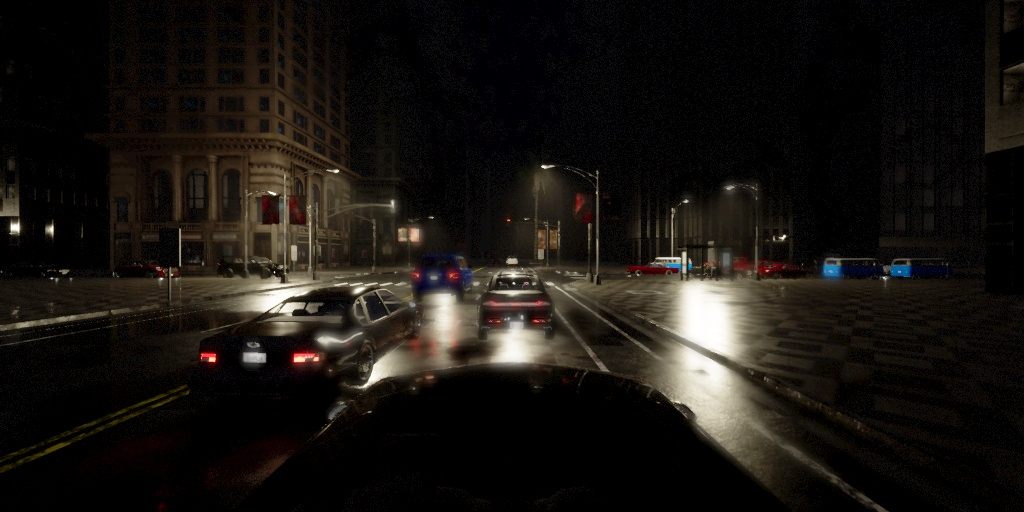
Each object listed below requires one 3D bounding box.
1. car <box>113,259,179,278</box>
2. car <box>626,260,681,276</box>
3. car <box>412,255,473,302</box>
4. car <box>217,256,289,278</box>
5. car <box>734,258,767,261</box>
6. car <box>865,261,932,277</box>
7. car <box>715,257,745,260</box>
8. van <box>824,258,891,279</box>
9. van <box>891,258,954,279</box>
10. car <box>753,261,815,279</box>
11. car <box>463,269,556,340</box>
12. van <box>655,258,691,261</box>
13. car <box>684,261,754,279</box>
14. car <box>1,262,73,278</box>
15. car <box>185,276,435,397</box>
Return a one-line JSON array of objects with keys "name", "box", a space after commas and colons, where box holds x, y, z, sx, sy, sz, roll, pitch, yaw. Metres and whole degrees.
[{"name": "car", "box": [-33.164, 1.138, 32.582, 4.553, 1.767, 2.097, 0, 0, 0]}, {"name": "car", "box": [13.893, 1.335, 35.691, 4.718, 1.301, 1.895, 0, 0, 2]}, {"name": "car", "box": [-3.152, 0.972, 17.153, 2.150, 2.045, 5.566, 0, 0, 0]}, {"name": "car", "box": [-23.445, 0.997, 32.529, 5.566, 2.045, 2.150, 0, 0, 0]}, {"name": "car", "box": [24.547, 1.204, 35.694, 5.008, 1.535, 1.882, 0, 0, 0]}, {"name": "car", "box": [38.365, 1.248, 35.678, 4.674, 1.442, 1.812, 0, 0, 0]}, {"name": "car", "box": [22.742, 1.035, 38.358, 5.009, 1.841, 2.192, 0, 0, 0]}, {"name": "van", "box": [28.425, 1.082, 29.836, 3.998, 1.789, 1.690, 0, 0, 0]}, {"name": "van", "box": [34.101, 1.079, 29.838, 3.998, 1.789, 1.690, 0, 0, 0]}, {"name": "car", "box": [22.747, 1.326, 29.833, 4.207, 1.307, 1.802, 0, 0, 0]}, {"name": "car", "box": [0.093, 1.240, 9.981, 2.128, 1.511, 4.902, 0, 0, 0]}, {"name": "van", "box": [17.064, 1.065, 38.356, 3.998, 1.789, 1.690, 0, 0, 0]}, {"name": "car", "box": [17.069, 1.299, 29.831, 4.403, 1.370, 2.007, 0, 0, 0]}, {"name": "car", "box": [-43.146, 1.290, 32.635, 4.902, 1.511, 2.128, 0, 0, 0]}, {"name": "car", "box": [-3.148, 1.297, 6.912, 2.033, 1.411, 5.357, 0, 0, 0]}]
